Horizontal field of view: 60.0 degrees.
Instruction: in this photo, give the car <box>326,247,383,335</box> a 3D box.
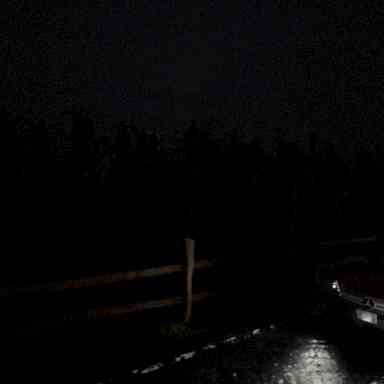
[{"bbox_3d":[4.457,1.541,6.099,4.674,1.442,1.812,0,0,-34],"label":"car"}]
